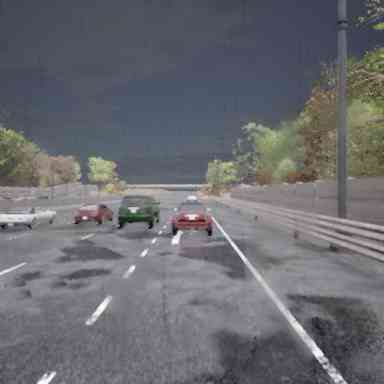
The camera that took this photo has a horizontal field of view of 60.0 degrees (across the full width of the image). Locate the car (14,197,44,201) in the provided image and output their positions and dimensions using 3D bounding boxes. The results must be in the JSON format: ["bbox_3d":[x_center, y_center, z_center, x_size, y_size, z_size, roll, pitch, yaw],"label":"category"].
[{"bbox_3d":[-21.064,1.506,44.180,1.837,1.490,4.892,0,0,0],"label":"car"}]

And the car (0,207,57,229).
[{"bbox_3d":[-10.393,1.591,21.297,1.895,1.301,4.718,0,0,0],"label":"car"}]

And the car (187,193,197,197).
[{"bbox_3d":[0.016,1.306,81.838,2.150,2.045,5.566,0,0,0],"label":"car"}]

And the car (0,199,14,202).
[{"bbox_3d":[-24.548,1.605,45.457,1.895,1.301,4.718,0,0,1],"label":"car"}]

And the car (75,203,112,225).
[{"bbox_3d":[-6.897,1.515,23.742,1.812,1.442,4.674,0,0,0],"label":"car"}]

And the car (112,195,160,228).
[{"bbox_3d":[-3.396,1.211,22.020,2.150,2.045,5.566,0,0,0],"label":"car"}]

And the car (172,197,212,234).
[{"bbox_3d":[0.004,1.341,19.063,2.097,1.767,4.553,0,0,0],"label":"car"}]
